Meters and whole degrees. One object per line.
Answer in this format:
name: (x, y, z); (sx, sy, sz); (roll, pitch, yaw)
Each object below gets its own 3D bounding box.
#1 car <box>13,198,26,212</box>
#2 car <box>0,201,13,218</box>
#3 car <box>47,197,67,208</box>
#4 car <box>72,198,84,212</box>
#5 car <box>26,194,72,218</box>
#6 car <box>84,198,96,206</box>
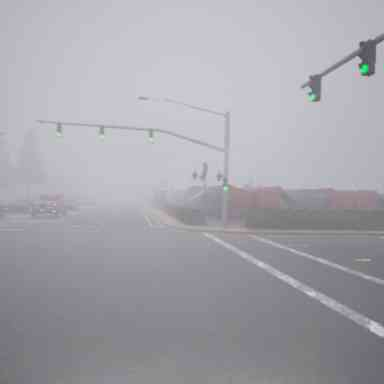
car: (-17.239, 1.374, 34.257); (1.882, 1.535, 5.008); (2, 0, -10)
car: (-15.609, 1.310, 25.078); (1.882, 1.535, 5.008); (2, -1, -10)
car: (-19.859, 1.526, 49.181); (1.812, 1.442, 4.674); (2, -1, -10)
car: (-14.760, 1.526, 40.332); (1.882, 1.535, 5.008); (2, 0, -10)
car: (-13.061, 1.203, 30.765); (2.150, 2.045, 5.566); (2, -1, -9)
car: (-17.844, 1.721, 58.135); (2.033, 1.411, 5.357); (2, -1, -10)
